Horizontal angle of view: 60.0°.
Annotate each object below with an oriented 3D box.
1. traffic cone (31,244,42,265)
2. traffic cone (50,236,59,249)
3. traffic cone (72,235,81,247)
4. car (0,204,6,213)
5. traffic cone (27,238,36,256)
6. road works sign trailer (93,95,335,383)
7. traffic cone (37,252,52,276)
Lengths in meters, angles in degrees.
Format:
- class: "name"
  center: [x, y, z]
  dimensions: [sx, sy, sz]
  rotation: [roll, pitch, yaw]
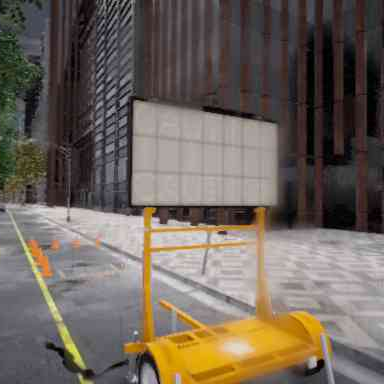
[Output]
- class: "traffic cone"
  center: [-5.412, 2.261, 11.824]
  dimensions: [0.340, 0.580, 0.340]
  rotation: [2, -2, -30]
- class: "traffic cone"
  center: [-6.517, 2.365, 15.795]
  dimensions: [0.340, 0.580, 0.340]
  rotation: [2, -2, -30]
- class: "traffic cone"
  center: [-5.648, 2.390, 16.288]
  dimensions: [0.340, 0.580, 0.340]
  rotation: [2, -2, -30]
- class: "car"
  center: [-33.568, 2.839, 57.934]
  dimensions: [1.882, 1.535, 5.008]
  rotation: [2, -2, -30]
- class: "traffic cone"
  center: [-6.399, 2.301, 13.563]
  dimensions: [0.340, 0.580, 0.340]
  rotation: [2, -2, -30]
- class: "road works sign trailer"
  center: [0.157, 0.617, 4.674]
  dimensions: [2.380, 3.560, 2.880]
  rotation: [2, -2, -30]
- class: "traffic cone"
  center: [-4.424, 2.220, 10.086]
  dimensions: [0.340, 0.580, 0.340]
  rotation: [2, -2, -30]
